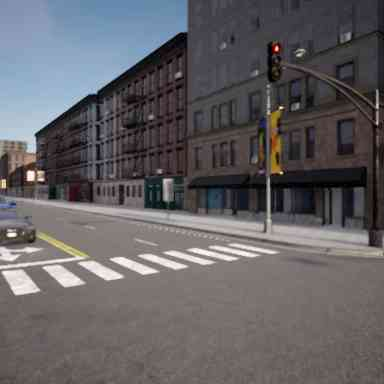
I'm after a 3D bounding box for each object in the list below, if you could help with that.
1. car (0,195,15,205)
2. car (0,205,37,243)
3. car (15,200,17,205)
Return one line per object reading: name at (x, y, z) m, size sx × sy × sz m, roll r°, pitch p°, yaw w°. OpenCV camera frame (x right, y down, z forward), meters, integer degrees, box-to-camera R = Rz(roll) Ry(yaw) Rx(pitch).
car at (-13.786, 1.144, 22.529) m, size 2.150 × 2.045 × 5.566 m, roll 0°, pitch 0°, yaw -36°
car at (-8.345, 1.517, 14.913) m, size 1.994 × 1.385 × 4.181 m, roll 0°, pitch 0°, yaw -36°
car at (-23.341, 1.325, 41.857) m, size 1.882 × 1.535 × 5.008 m, roll 0°, pitch 0°, yaw -36°
